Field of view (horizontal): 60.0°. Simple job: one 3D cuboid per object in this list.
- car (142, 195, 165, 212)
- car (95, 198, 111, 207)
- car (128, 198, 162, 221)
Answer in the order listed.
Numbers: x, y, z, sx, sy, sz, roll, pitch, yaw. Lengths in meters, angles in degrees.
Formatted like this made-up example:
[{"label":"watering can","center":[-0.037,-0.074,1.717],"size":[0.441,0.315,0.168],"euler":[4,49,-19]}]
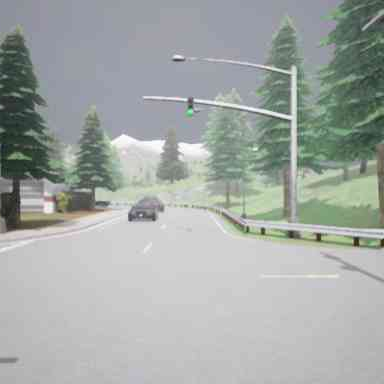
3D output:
[{"label":"car","center":[-4.357,1.168,35.251],"size":[2.097,1.767,4.553],"euler":[0,0,-18]},{"label":"car","center":[-13.121,1.383,43.685],"size":[4.718,1.301,1.895],"euler":[0,0,4]},{"label":"car","center":[-3.651,1.431,25.452],"size":[1.994,1.385,4.181],"euler":[0,0,-1]}]
